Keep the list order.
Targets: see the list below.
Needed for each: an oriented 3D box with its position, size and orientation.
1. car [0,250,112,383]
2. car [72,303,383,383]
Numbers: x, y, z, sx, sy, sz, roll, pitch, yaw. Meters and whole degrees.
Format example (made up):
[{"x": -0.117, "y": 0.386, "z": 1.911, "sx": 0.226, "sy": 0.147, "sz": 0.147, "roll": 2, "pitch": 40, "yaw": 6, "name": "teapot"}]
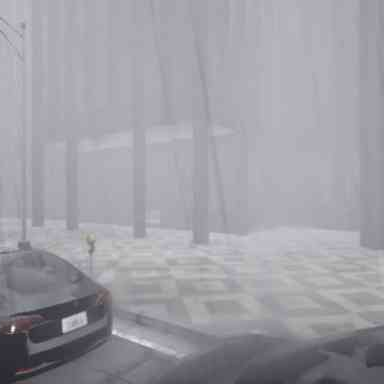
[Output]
[{"x": -3.085, "y": 1.589, "z": 5.162, "sx": 4.313, "sy": 1.339, "sz": 1.947, "roll": 0, "pitch": 0, "yaw": 35, "name": "car"}, {"x": 1.483, "y": 1.565, "z": 1.907, "sx": 4.313, "sy": 1.339, "sz": 1.947, "roll": 0, "pitch": 0, "yaw": 35, "name": "car"}]
